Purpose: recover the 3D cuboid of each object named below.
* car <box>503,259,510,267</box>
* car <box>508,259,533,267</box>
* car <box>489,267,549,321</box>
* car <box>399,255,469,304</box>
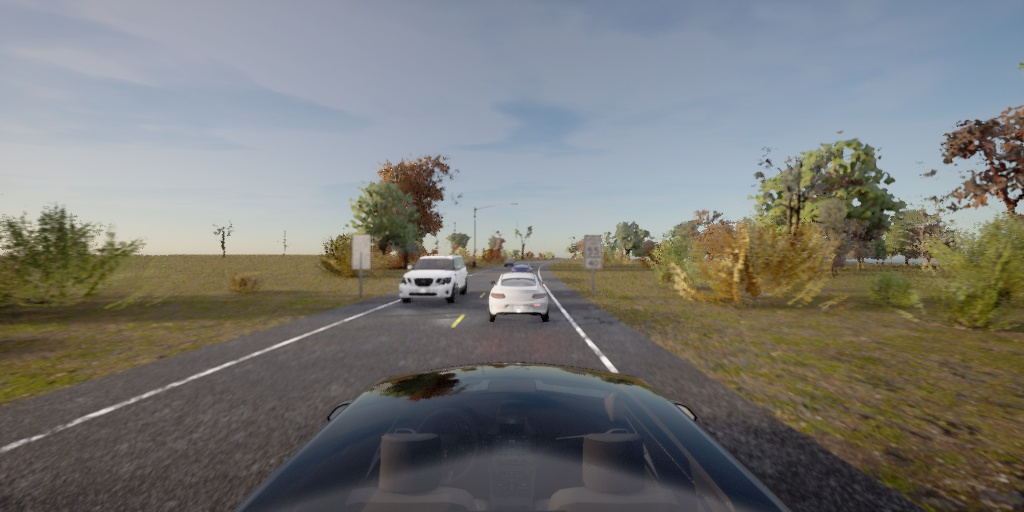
[{"bbox_3d":[-0.337,1.251,63.637,1.837,1.490,4.892,0,0,6],"label":"car"},{"bbox_3d":[0.864,1.276,31.011,1.812,1.442,4.674,0,0,3],"label":"car"},{"bbox_3d":[0.221,1.278,12.347,1.812,1.442,4.674,0,0,1],"label":"car"},{"bbox_3d":[-3.379,0.970,16.630,2.150,2.045,5.566,0,0,2],"label":"car"}]
